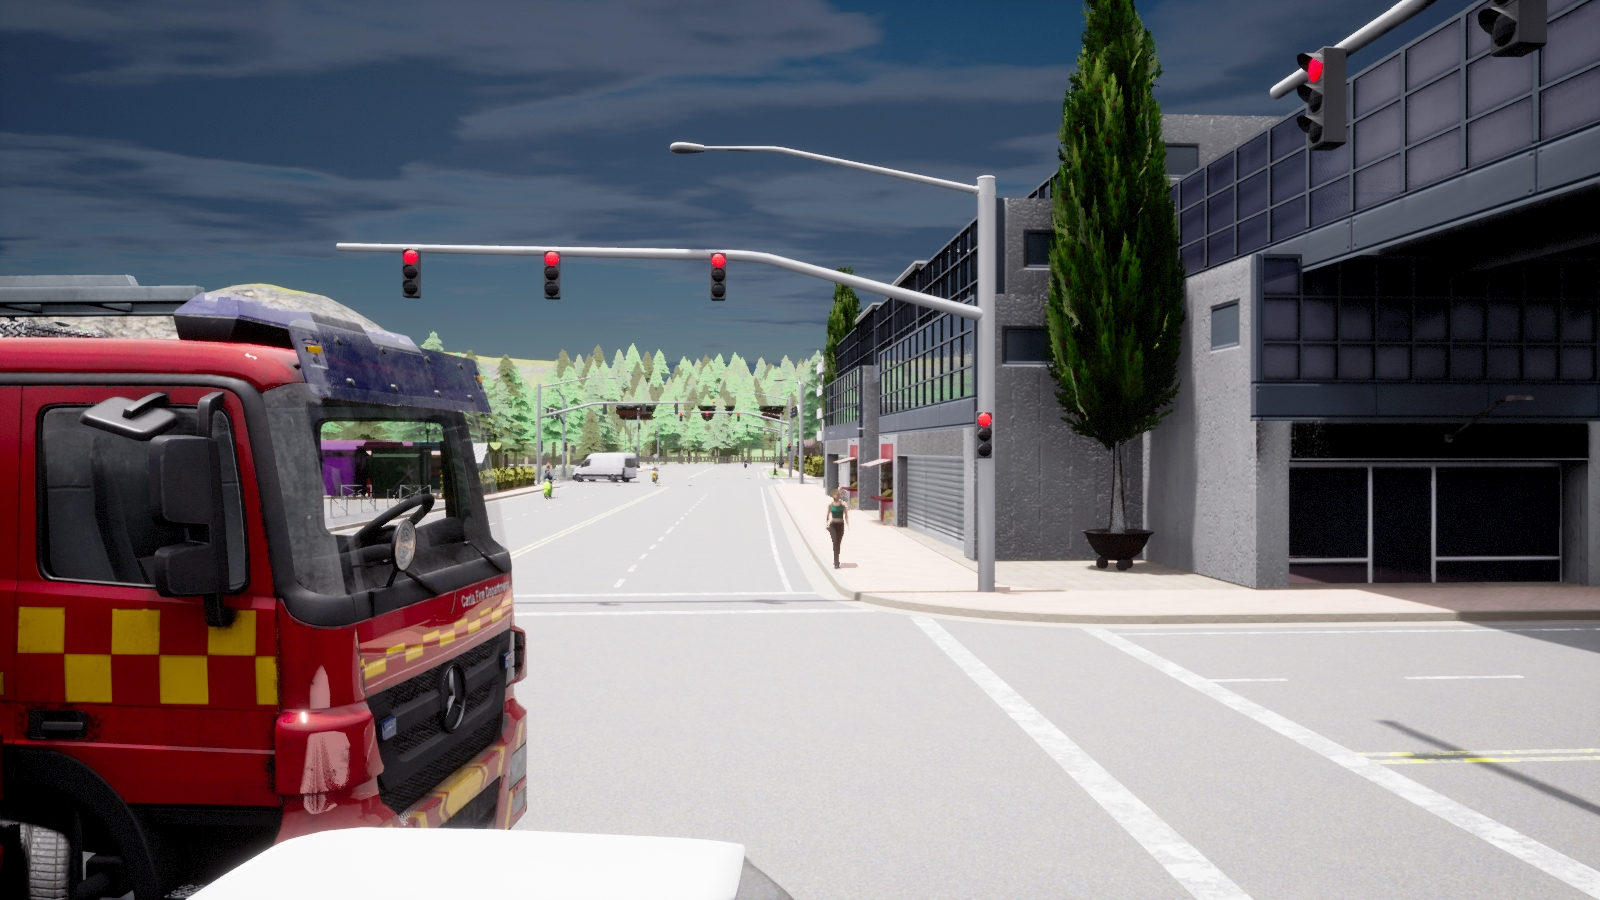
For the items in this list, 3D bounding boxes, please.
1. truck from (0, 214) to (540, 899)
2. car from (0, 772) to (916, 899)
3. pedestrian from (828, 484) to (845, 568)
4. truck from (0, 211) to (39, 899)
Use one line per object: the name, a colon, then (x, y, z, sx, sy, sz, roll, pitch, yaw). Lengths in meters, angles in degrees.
truck: (-6.102, 0.890, 6.659, 8.468, 3.827, 2.891, 0, 0, 4)
car: (-1.549, 2.065, 3.579, 3.806, 1.475, 1.970, 0, 0, 5)
pedestrian: (0.810, 1.696, 25.635, 0.375, 1.860, 0.375, 0, 0, 0)
truck: (-7.587, 0.890, 3.490, 8.468, 3.827, 2.891, 0, 0, -3)
